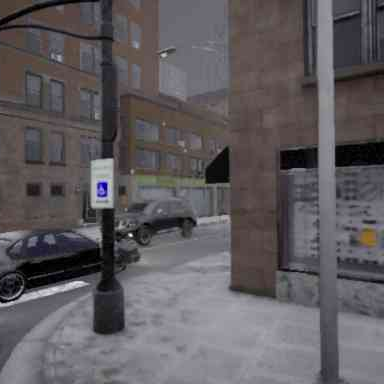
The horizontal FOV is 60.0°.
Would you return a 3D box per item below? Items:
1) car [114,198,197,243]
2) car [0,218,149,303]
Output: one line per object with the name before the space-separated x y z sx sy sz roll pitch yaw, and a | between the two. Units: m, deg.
car | -1.924 1.373 16.676 2.150 2.045 5.566 -1 0 35
car | -3.762 1.650 8.594 2.033 1.411 5.357 -1 -1 35
